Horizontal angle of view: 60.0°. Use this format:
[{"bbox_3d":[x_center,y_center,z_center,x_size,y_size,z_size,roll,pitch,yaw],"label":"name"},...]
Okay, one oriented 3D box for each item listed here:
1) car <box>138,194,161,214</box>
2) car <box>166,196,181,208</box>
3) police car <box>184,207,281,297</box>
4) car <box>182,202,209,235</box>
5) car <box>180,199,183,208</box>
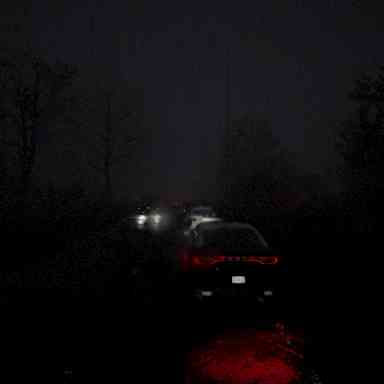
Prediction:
[{"bbox_3d":[-4.455,1.203,35.266,2.150,2.045,5.566,0,0,-4],"label":"car"},{"bbox_3d":[-2.273,1.453,47.033,1.882,1.535,5.008,0,0,-5],"label":"car"},{"bbox_3d":[0.813,1.420,8.742,1.930,1.638,5.238,0,0,-1],"label":"police car"},{"bbox_3d":[0.519,1.514,18.676,1.812,1.442,4.674,0,0,-2],"label":"car"},{"bbox_3d":[0.243,1.490,24.699,1.837,1.490,4.892,0,0,-3],"label":"car"}]
